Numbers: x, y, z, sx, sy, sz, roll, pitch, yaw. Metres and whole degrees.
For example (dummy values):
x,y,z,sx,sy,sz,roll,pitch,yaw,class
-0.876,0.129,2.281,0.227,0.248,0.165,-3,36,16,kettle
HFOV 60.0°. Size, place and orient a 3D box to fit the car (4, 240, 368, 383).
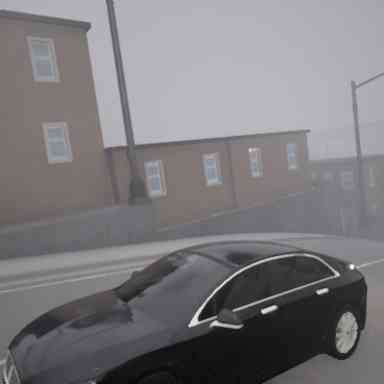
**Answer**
x,y,z,sx,sy,sz,roll,pitch,yaw,class
0.367,1.468,4.288,4.892,1.490,1.837,-1,0,-35,car
